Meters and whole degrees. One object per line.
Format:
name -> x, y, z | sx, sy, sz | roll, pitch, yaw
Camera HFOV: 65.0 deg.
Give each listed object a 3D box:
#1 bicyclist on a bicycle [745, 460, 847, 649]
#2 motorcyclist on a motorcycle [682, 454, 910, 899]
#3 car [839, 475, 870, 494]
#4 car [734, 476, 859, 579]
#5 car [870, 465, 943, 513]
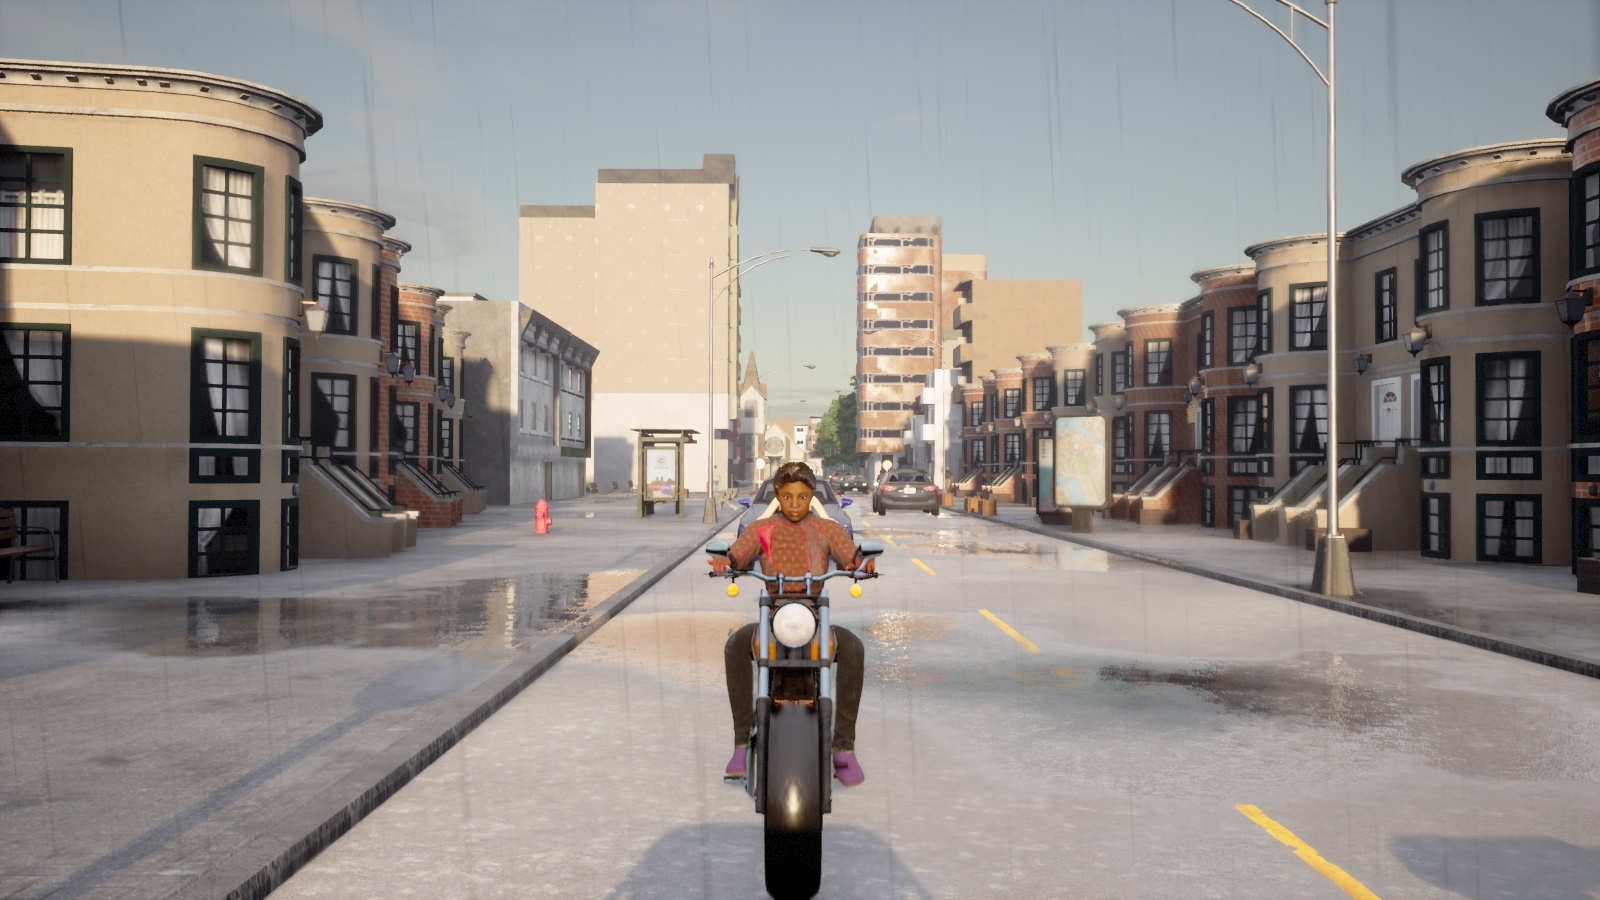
bicyclist on a bicycle -> -0.038, 0.941, 11.498 | 0.866, 1.612, 1.509 | 0, -4, 0
motorcyclist on a motorcycle -> -0.019, 0.856, 5.435 | 0.766, 1.649, 2.350 | 0, -1, 0
car -> 3.689, 2.335, 85.666 | 1.895, 1.301, 4.718 | 0, -1, 0
car -> -0.067, 1.170, 20.390 | 1.816, 1.474, 4.193 | 0, -1, 0
car -> 3.851, 1.417, 46.151 | 2.242, 1.667, 4.611 | 0, -1, 0
